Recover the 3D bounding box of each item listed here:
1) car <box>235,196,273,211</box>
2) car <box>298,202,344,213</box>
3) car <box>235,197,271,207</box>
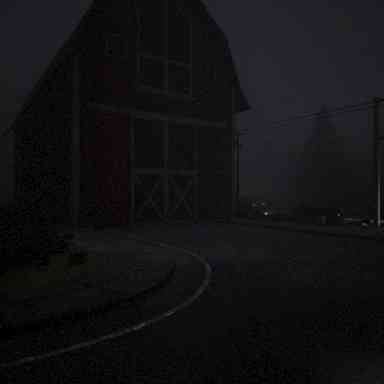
[{"bbox_3d":[7.723,1.379,41.922,2.097,1.767,4.553,0,0,-34],"label":"car"},{"bbox_3d":[11.274,1.627,30.210,1.895,1.301,4.718,0,0,-34],"label":"car"},{"bbox_3d":[6.167,1.379,37.650,2.097,1.767,4.553,0,0,-34],"label":"car"}]
